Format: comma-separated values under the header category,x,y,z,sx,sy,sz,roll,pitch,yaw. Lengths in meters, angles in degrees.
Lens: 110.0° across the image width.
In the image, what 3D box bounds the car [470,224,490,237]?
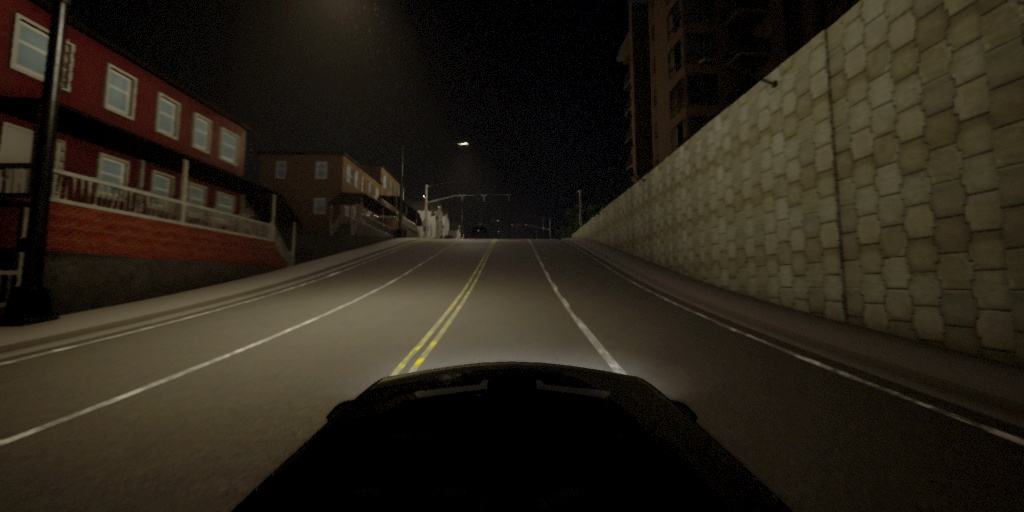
category,x,y,z,sx,sy,sz,roll,pitch,yaw
car,-3.494,-2.902,39.586,1.895,1.301,4.718,0,-1,0
